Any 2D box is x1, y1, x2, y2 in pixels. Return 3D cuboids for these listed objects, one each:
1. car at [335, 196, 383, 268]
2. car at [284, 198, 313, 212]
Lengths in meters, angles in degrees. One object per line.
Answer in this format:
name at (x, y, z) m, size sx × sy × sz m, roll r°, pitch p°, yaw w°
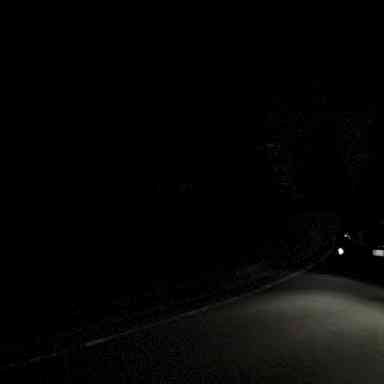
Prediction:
car at (6.162, 1.171, 10.780) m, size 2.150 × 2.045 × 5.566 m, roll 0°, pitch 0°, yaw 31°
car at (11.544, 1.387, 36.993) m, size 2.128 × 1.511 × 4.902 m, roll 0°, pitch 0°, yaw -10°
